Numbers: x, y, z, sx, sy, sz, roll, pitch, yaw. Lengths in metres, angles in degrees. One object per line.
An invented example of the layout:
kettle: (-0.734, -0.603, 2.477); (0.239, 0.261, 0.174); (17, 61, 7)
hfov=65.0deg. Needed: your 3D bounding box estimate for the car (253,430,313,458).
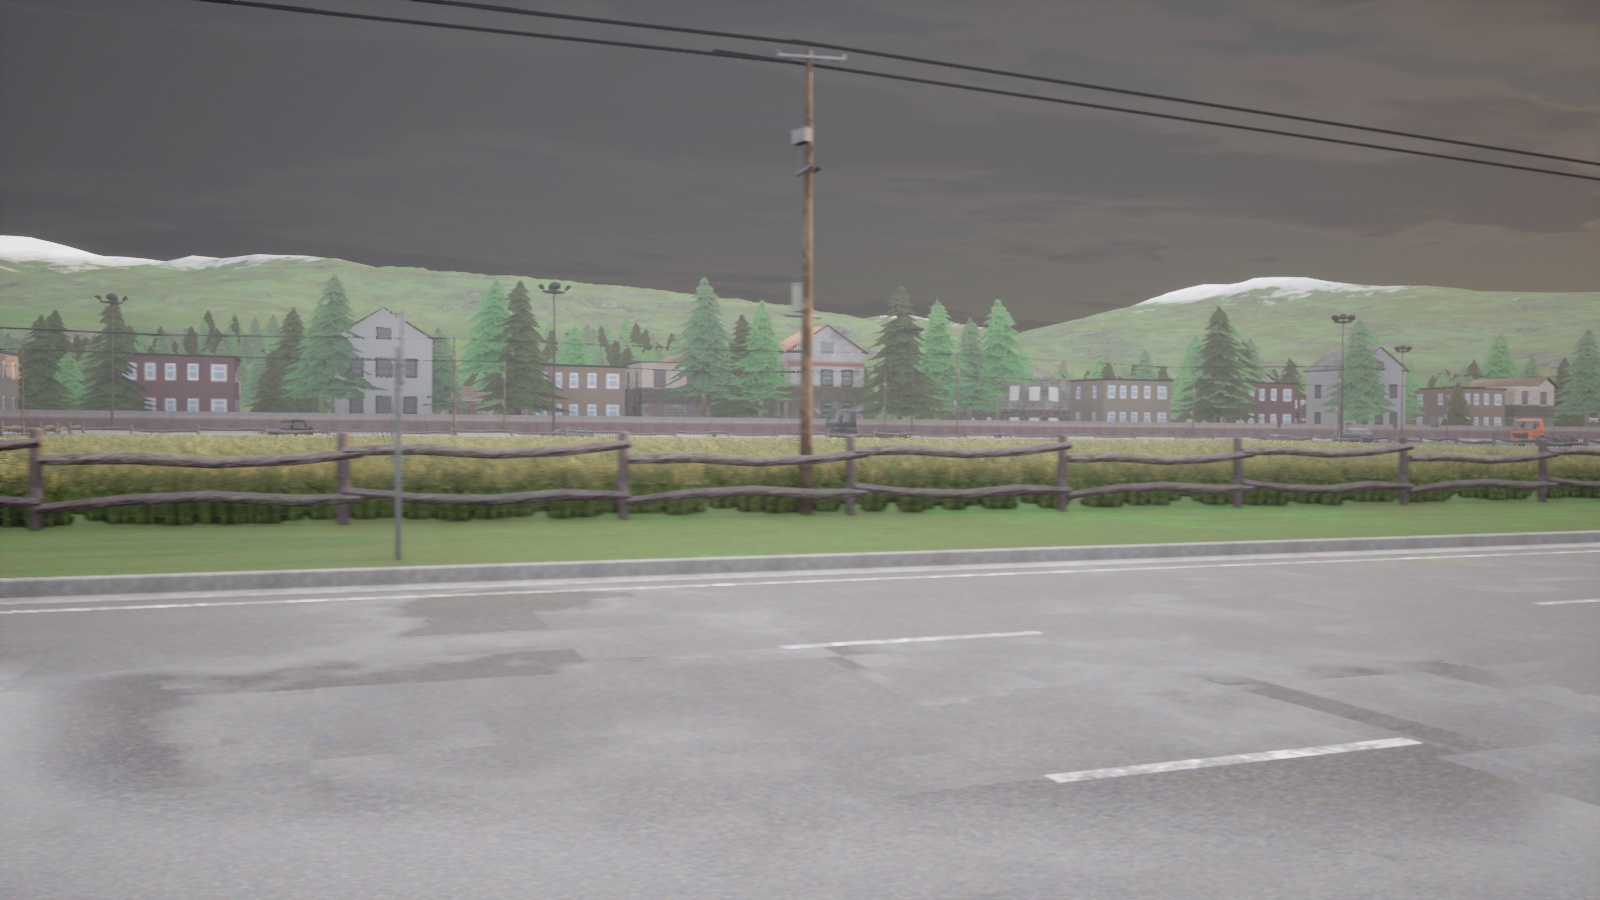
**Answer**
car: (-36.587, -0.453, 88.958); (3.866, 1.878, 1.905); (-1, 1, -21)
